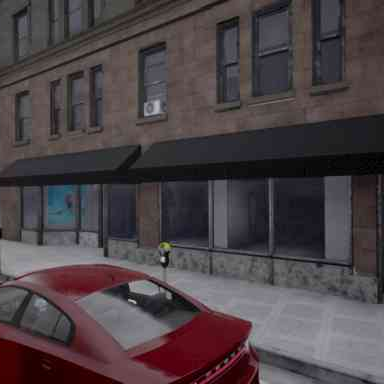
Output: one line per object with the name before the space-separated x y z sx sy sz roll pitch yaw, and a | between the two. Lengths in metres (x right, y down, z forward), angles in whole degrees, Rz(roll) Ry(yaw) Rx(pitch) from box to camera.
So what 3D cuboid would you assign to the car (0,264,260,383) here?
car | -1.468 1.545 3.893 4.507 1.381 1.887 0 0 35
